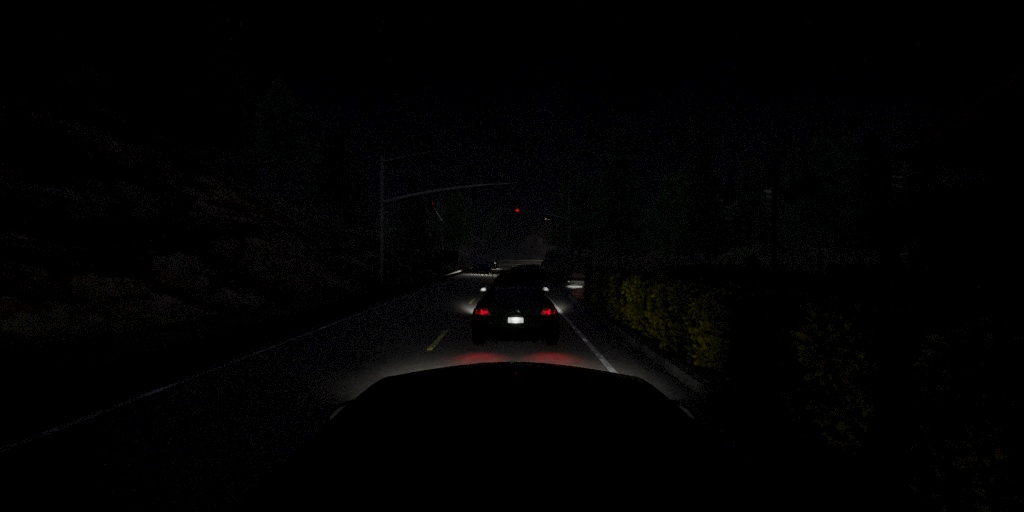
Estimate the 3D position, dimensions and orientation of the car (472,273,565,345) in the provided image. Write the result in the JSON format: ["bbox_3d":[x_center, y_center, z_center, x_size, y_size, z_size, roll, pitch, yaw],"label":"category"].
[{"bbox_3d":[0.075,1.314,9.511,1.994,1.385,4.181,0,0,0],"label":"car"}]

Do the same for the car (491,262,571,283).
[{"bbox_3d":[1.511,1.365,26.098,5.357,1.411,2.033,0,0,22],"label":"car"}]

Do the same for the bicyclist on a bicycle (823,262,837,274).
[{"bbox_3d":[19.815,1.213,22.127,0.582,1.620,1.656,0,0,0],"label":"bicyclist on a bicycle"}]

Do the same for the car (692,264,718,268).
[{"bbox_3d":[15.483,1.402,29.596,4.902,1.511,2.128,0,0,0],"label":"car"}]

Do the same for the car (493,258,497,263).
[{"bbox_3d":[-3.544,1.143,60.383,2.097,1.767,4.553,0,0,0],"label":"car"}]

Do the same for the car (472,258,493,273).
[{"bbox_3d":[-3.624,1.227,42.839,1.882,1.535,5.008,0,0,0],"label":"car"}]
